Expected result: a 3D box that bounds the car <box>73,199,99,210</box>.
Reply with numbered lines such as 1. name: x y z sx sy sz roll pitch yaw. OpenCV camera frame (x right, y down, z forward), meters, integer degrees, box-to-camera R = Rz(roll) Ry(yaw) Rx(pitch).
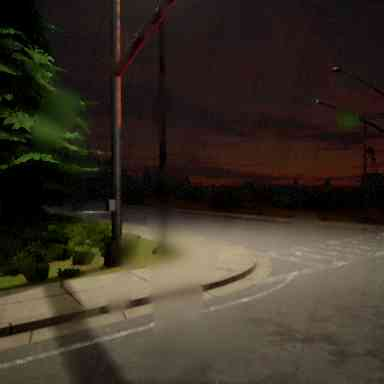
1. car: -12.121 1.483 37.963 1.994 1.385 4.181 -1 0 -34
